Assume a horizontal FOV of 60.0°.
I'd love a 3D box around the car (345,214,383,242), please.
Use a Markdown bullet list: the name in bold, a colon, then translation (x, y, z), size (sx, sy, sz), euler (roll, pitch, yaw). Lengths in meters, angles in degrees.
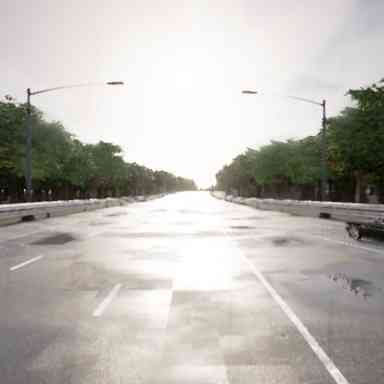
- **car**: translation (8.315, 1.504, 13.352), size (1.895, 1.301, 4.718), euler (0, 0, -10)
